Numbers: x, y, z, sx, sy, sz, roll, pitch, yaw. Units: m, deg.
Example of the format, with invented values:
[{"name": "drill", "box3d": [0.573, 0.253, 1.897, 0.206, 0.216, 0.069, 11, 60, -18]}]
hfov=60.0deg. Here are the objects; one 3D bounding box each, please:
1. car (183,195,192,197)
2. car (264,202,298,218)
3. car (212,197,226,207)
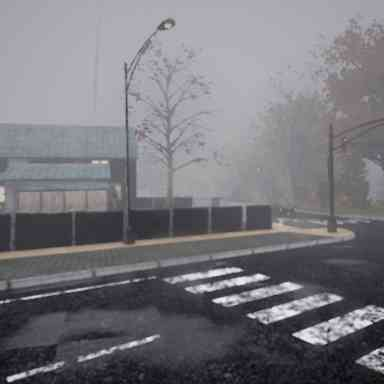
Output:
[{"name": "car", "box3d": [-0.801, 1.345, 64.675, 1.812, 1.442, 4.674, -1, 0, -14]}, {"name": "car", "box3d": [7.919, 1.624, 31.306, 1.895, 1.301, 4.718, -1, 1, -15]}, {"name": "car", "box3d": [3.701, 1.451, 47.302, 1.812, 1.442, 4.674, -1, 0, -15]}]
